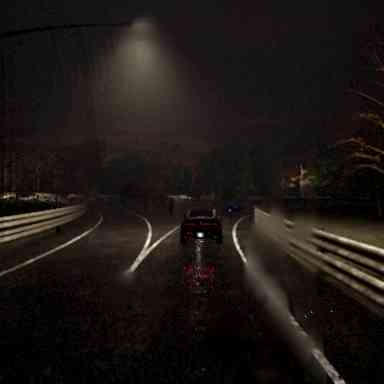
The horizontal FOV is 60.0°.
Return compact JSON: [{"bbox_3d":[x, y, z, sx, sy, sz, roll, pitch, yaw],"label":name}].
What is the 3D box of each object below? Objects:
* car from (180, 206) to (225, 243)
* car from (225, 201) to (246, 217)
[{"bbox_3d":[0.551,1.503,16.131,1.837,1.490,4.892,-1,0,5],"label":"car"},{"bbox_3d":[4.575,1.699,36.018,1.812,1.442,4.674,-1,0,19],"label":"car"}]
